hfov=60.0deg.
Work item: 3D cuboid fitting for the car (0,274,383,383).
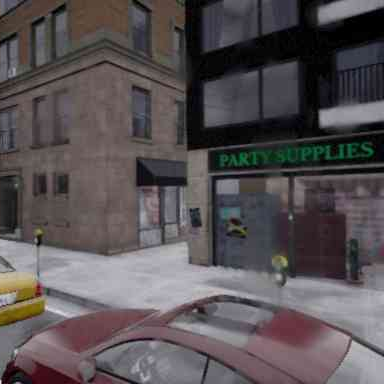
[{"bbox_3d":[0.098,1.587,2.787,4.206,1.307,1.802,0,-1,36],"label":"car"}]

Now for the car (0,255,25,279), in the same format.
[{"bbox_3d":[-4.658,1.551,6.182,4.829,1.417,1.752,0,-1,36],"label":"car"}]
